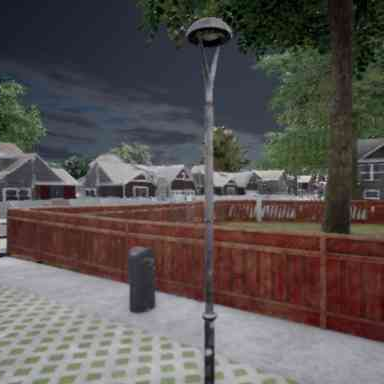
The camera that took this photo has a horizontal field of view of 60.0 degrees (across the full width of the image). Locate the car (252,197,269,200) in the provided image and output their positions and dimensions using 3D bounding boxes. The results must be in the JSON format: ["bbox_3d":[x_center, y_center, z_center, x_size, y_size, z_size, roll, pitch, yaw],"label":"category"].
[{"bbox_3d":[10.013,1.385,49.715,2.033,1.411,5.357,0,0,36],"label":"car"}]
